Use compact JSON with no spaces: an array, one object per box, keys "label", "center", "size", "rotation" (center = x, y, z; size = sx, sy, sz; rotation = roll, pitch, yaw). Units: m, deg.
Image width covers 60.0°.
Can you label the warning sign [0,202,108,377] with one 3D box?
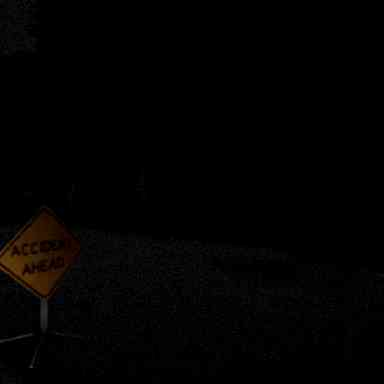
[{"label":"warning sign","center":[-2.000,1.099,4.491],"size":[1.060,1.860,1.300],"rotation":[0,0,36]}]
